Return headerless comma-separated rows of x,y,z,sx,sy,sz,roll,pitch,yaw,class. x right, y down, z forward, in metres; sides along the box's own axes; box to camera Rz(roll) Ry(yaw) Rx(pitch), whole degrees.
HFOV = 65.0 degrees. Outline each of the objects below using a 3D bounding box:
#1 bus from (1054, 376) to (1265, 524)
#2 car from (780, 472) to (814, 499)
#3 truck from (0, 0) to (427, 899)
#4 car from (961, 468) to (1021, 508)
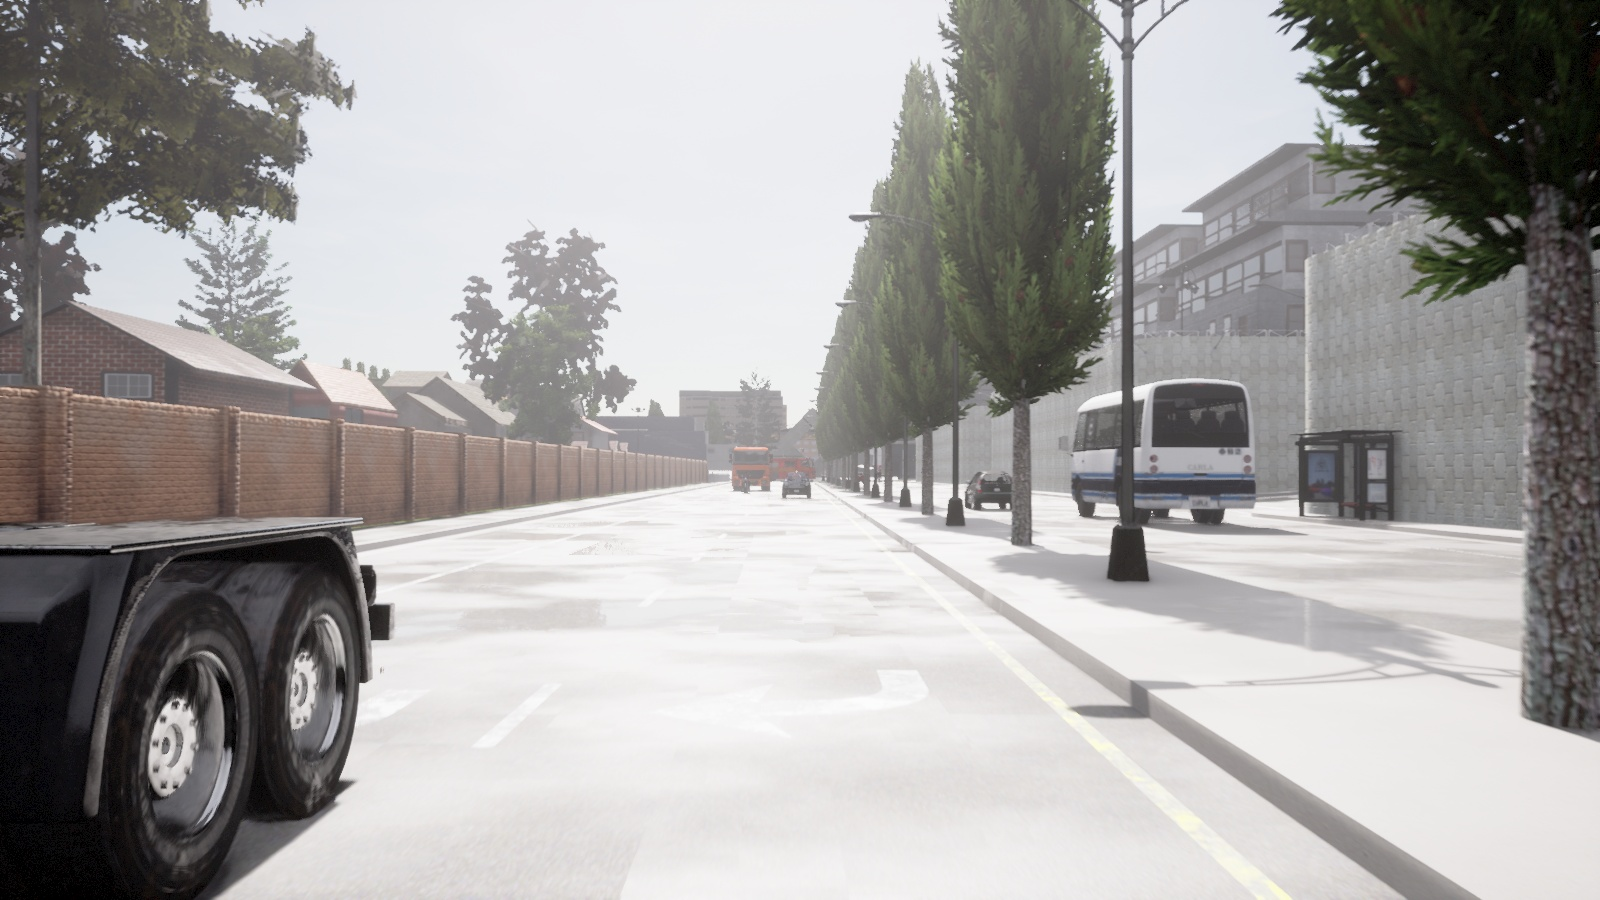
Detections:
11.394,0.084,41.325,3.944,4.253,10.273,0,-1,0,bus
-0.174,2.032,71.819,1.845,1.501,3.633,0,-1,0,car
-3.511,-0.103,3.007,2.891,3.462,7.936,0,-1,0,truck
7.872,1.549,52.162,1.851,1.617,3.988,0,-1,0,car
